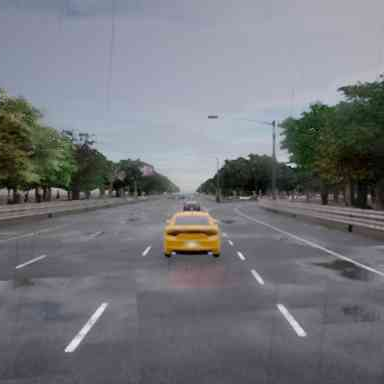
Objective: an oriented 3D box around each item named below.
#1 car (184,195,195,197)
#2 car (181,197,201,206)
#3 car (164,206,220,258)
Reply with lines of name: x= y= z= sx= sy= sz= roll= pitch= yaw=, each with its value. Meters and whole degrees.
car: x=-0.010 y=1.686 z=60.366 sx=2.033 sy=1.411 sz=5.357 roll=0 pitch=0 yaw=0
car: x=-0.007 y=1.612 z=37.204 sx=1.812 sy=1.442 sz=4.674 roll=0 pitch=0 yaw=0
car: x=0.001 y=1.508 z=12.933 sx=1.882 sy=1.535 sz=5.008 roll=0 pitch=0 yaw=0
